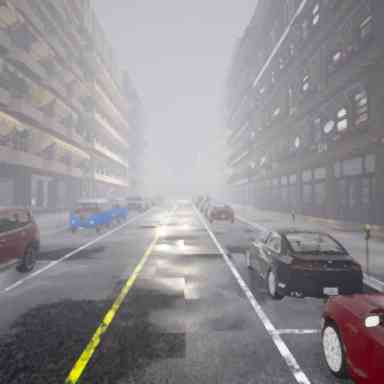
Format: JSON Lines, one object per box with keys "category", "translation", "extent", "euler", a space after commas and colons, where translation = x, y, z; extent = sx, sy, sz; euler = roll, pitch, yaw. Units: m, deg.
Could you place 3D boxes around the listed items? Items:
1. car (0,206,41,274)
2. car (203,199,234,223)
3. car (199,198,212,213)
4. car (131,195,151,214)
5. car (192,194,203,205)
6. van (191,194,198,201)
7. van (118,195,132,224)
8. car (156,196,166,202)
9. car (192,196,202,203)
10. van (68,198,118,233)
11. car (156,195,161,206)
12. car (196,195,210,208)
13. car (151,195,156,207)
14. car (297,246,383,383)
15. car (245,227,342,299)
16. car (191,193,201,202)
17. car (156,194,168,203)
{"category": "car", "translation": [-5.445, 1.317, 7.998], "extent": [2.192, 1.841, 5.009], "euler": [1, 0, -1]}
{"category": "car", "translation": [2.066, 1.497, 24.696], "extent": [1.887, 1.381, 4.507], "euler": [1, 0, -1]}
{"category": "car", "translation": [1.945, 1.494, 30.224], "extent": [1.887, 1.381, 4.507], "euler": [1, 0, -1]}
{"category": "car", "translation": [-6.052, 1.290, 35.642], "extent": [2.192, 1.841, 5.009], "euler": [1, 0, -1]}
{"category": "car", "translation": [1.551, 1.261, 46.813], "extent": [2.192, 1.841, 5.009], "euler": [1, 0, -1]}
{"category": "van", "translation": [0.701, 1.343, 85.524], "extent": [1.690, 1.788, 3.998], "euler": [1, 0, -1]}
{"category": "van", "translation": [-5.810, 1.321, 24.584], "extent": [1.690, 1.788, 3.998], "euler": [1, 0, -1]}
{"category": "car", "translation": [-6.906, 1.548, 74.347], "extent": [1.887, 1.381, 4.507], "euler": [1, 0, -1]}
{"category": "car", "translation": [1.061, 1.548, 68.934], "extent": [1.802, 1.307, 4.206], "euler": [1, 0, -1]}
{"category": "van", "translation": [-5.688, 1.326, 19.054], "extent": [1.690, 1.788, 3.998], "euler": [1, 0, -1]}
{"category": "car", "translation": [-6.421, 1.541, 52.231], "extent": [1.947, 1.339, 4.313], "euler": [1, 0, -1]}
{"category": "car", "translation": [1.833, 1.387, 35.755], "extent": [1.967, 1.590, 4.097], "euler": [1, 0, -1]}
{"category": "car", "translation": [-6.173, 1.289, 41.171], "extent": [2.192, 1.841, 5.009], "euler": [1, 0, -1]}
{"category": "car", "translation": [2.551, 1.530, 2.577], "extent": [1.887, 1.381, 4.507], "euler": [1, 0, -1]}
{"category": "car", "translation": [2.429, 1.525, 8.108], "extent": [2.008, 1.369, 4.403], "euler": [1, 0, -1]}
{"category": "car", "translation": [0.823, 1.303, 79.994], "extent": [2.192, 1.841, 5.009], "euler": [1, 0, -1]}
{"category": "car", "translation": [-6.780, 1.308, 68.817], "extent": [2.192, 1.841, 5.009], "euler": [1, 0, -1]}
